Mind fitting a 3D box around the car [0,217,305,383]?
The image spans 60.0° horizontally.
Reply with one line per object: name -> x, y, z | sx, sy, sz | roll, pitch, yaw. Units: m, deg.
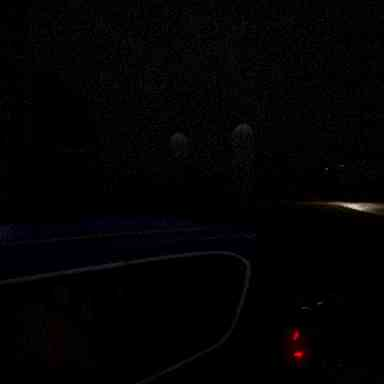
car -> -1.675, 1.217, 1.425 | 5.566, 2.045, 2.150 | 1, 0, -41
